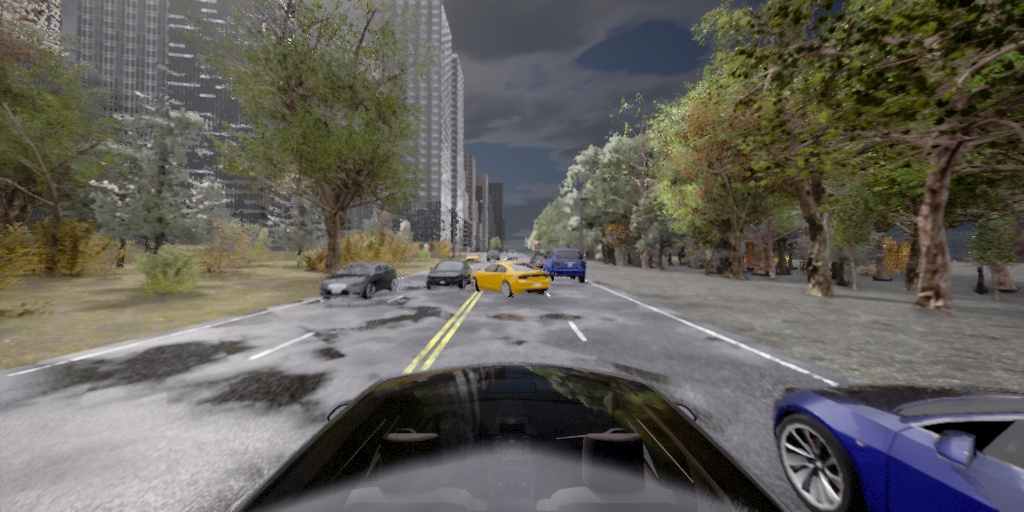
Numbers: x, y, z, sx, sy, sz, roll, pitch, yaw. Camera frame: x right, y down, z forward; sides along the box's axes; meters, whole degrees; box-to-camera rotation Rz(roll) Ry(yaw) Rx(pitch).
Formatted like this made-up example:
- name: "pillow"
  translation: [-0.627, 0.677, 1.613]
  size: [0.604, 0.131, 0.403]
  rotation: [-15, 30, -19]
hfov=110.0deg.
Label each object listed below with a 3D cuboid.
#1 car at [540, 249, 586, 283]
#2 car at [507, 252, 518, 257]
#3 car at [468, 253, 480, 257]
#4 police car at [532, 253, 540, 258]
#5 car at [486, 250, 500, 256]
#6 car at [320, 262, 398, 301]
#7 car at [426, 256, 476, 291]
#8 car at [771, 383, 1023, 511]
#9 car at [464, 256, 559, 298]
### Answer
- name: "car"
  translation: [3.319, 0.581, 23.174]
  size: [2.150, 2.045, 5.566]
  rotation: [1, 1, 0]
- name: "car"
  translation: [0.131, 0.353, 63.256]
  size: [1.895, 1.301, 4.718]
  rotation: [0, 1, 0]
- name: "car"
  translation: [-6.421, 0.295, 59.474]
  size: [1.882, 1.535, 5.008]
  rotation: [0, 1, 1]
- name: "police car"
  translation: [3.331, 0.683, 34.155]
  size: [2.038, 1.542, 4.974]
  rotation: [1, 1, 0]
- name: "car"
  translation: [-3.162, 0.012, 61.557]
  size: [2.150, 2.045, 5.566]
  rotation: [0, 1, 1]
- name: "car"
  translation: [-6.560, 1.021, 15.877]
  size: [2.128, 1.511, 4.902]
  rotation: [0, 1, 0]
- name: "car"
  translation: [-3.308, 0.947, 19.626]
  size: [1.882, 1.535, 5.008]
  rotation: [0, 1, 0]
- name: "car"
  translation: [3.237, 1.254, 1.167]
  size: [2.163, 1.488, 4.792]
  rotation: [-1, 1, 0]
- name: "car"
  translation: [-0.219, 0.988, 16.913]
  size: [1.882, 1.535, 5.008]
  rotation: [-2, 2, -32]
